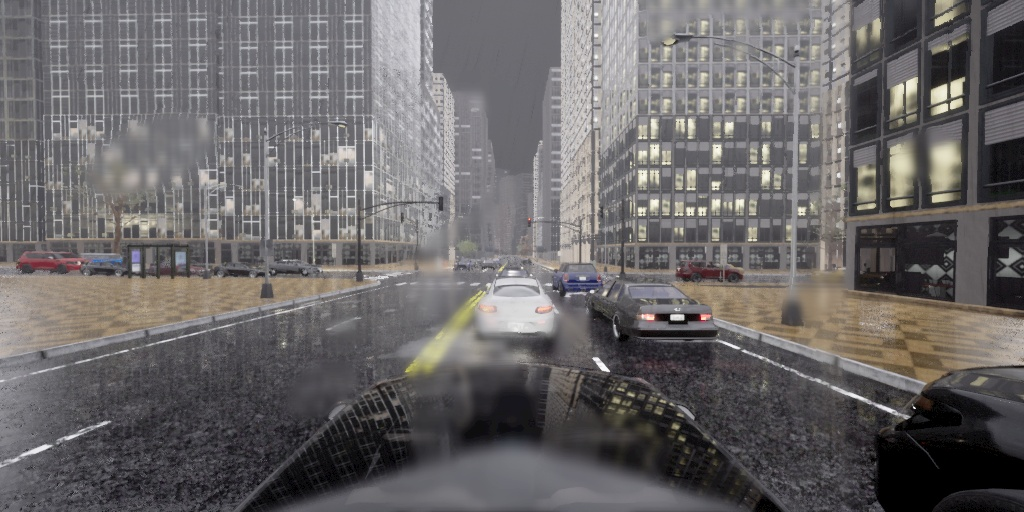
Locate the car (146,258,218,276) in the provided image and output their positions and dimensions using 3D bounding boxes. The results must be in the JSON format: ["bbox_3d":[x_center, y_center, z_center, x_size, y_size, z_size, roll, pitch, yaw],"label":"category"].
[{"bbox_3d":[-30.466,0.971,33.167,5.008,1.535,1.882,1,1,1],"label":"car"}]

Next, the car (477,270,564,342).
[{"bbox_3d":[0.106,1.272,9.662,1.812,1.442,4.674,0,0,0],"label":"car"}]

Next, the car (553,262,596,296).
[{"bbox_3d":[3.367,1.093,19.185,2.097,1.767,4.553,0,0,0],"label":"car"}]

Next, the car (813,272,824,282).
[{"bbox_3d":[27.669,1.579,29.519,4.829,1.417,1.751,0,0,1],"label":"car"}]

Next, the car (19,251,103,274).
[{"bbox_3d":[-42.358,0.608,33.431,5.566,2.045,2.150,0,1,1],"label":"car"}]

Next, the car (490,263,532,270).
[{"bbox_3d":[0.116,1.288,18.906,2.033,1.411,5.357,0,0,0],"label":"car"}]

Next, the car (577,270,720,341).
[{"bbox_3d":[3.360,1.293,9.800,2.033,1.411,5.357,0,0,0],"label":"car"}]

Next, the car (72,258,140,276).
[{"bbox_3d":[-34.068,1.069,30.611,4.313,1.339,1.948,0,0,1],"label":"car"}]

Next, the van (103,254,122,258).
[{"bbox_3d":[-45.250,0.605,39.283,3.998,1.789,1.690,0,0,1],"label":"van"}]

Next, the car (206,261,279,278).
[{"bbox_3d":[-22.703,1.174,30.293,4.313,1.339,1.948,0,0,1],"label":"car"}]

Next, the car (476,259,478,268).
[{"bbox_3d":[-6.530,1.211,58.361,1.837,1.490,4.892,0,0,0],"label":"car"}]

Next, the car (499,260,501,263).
[{"bbox_3d":[-3.268,1.304,61.006,1.895,1.301,4.718,0,0,0],"label":"car"}]

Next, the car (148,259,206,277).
[{"bbox_3d":[-28.387,1.138,30.432,4.207,1.307,1.802,0,0,1],"label":"car"}]

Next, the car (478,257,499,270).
[{"bbox_3d":[-3.293,1.262,51.245,2.033,1.411,5.357,0,0,0],"label":"car"}]

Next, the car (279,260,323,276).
[{"bbox_3d":[-19.997,1.080,32.943,4.902,1.511,2.128,1,1,1],"label":"car"}]

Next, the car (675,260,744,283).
[{"bbox_3d":[16.221,1.269,29.727,5.009,1.841,2.192,0,0,1],"label":"car"}]

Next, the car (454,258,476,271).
[{"bbox_3d":[-6.577,1.068,49.264,2.097,1.767,4.553,0,0,1],"label":"car"}]
